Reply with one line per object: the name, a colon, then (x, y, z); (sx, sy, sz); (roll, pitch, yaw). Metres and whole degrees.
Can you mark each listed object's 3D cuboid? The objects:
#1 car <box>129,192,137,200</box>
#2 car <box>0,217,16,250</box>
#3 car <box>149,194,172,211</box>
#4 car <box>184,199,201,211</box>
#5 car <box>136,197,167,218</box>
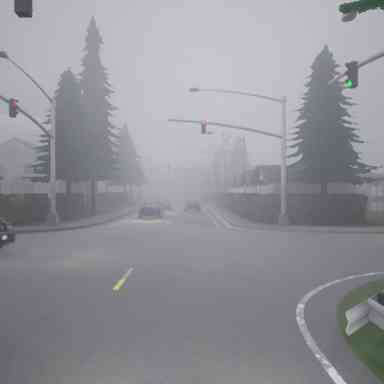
car: (-16.862, 1.058, 84.935); (3.866, 1.878, 1.905); (0, 0, -1)
car: (-9.139, 1.204, 11.391); (5.566, 2.045, 2.150); (0, 0, 0)
car: (-3.625, 1.343, 40.508); (2.097, 1.767, 4.553); (0, 0, 0)
car: (0.060, 1.538, 40.249); (2.033, 1.411, 5.357); (0, 0, 0)
car: (-3.619, 1.471, 30.353); (1.882, 1.535, 5.008); (0, 0, 0)
